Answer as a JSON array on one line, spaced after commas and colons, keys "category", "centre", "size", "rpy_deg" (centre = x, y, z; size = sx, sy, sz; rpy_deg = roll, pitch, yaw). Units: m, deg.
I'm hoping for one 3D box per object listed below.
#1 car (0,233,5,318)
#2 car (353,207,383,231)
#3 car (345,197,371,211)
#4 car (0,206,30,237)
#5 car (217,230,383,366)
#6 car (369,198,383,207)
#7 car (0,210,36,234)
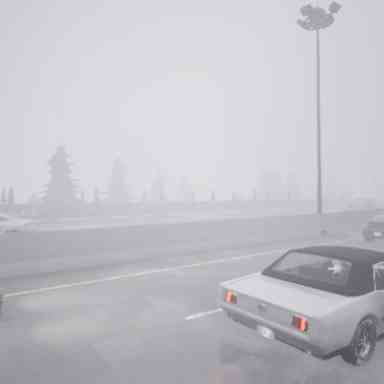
[{"category": "car", "centre": [-5.197, 1.564, 4.460], "size": [4.674, 1.442, 1.812], "rpy_deg": [0, 0, -34]}, {"category": "car", "centre": [9.478, 1.548, 15.028], "size": [4.674, 1.442, 1.812], "rpy_deg": [0, 0, -36]}, {"category": "car", "centre": [20.859, 1.438, 40.933], "size": [4.553, 1.767, 2.097], "rpy_deg": [0, -1, -36]}, {"category": "car", "centre": [-11.401, 1.586, 17.367], "size": [5.008, 1.535, 1.882], "rpy_deg": [0, 0, -36]}, {"category": "car", "centre": [2.803, 1.614, 5.825], "size": [4.718, 1.301, 1.895], "rpy_deg": [0, 0, -36]}, {"category": "car", "centre": [22.516, 1.665, 37.816], "size": [4.718, 1.301, 1.895], "rpy_deg": [0, 0, -36]}, {"category": "car", "centre": [-9.394, 1.616, 14.486], "size": [4.674, 1.442, 1.812], "rpy_deg": [0, 0, -36]}]
